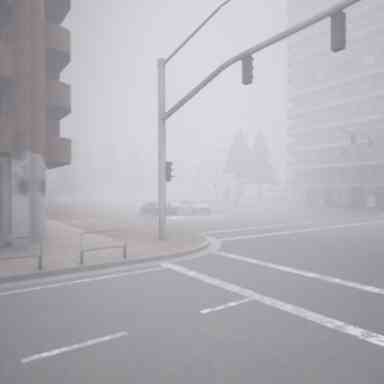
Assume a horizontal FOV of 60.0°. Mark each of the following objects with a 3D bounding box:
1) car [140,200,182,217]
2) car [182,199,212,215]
[{"bbox_3d":[-3.086,1.469,30.417,1.994,1.385,4.181,0,0,-35],"label":"car"},{"bbox_3d":[0.021,1.410,32.081,1.812,1.442,4.674,0,0,-35],"label":"car"}]
